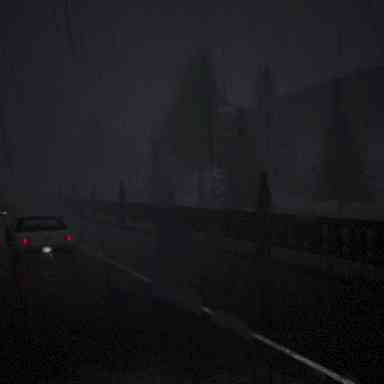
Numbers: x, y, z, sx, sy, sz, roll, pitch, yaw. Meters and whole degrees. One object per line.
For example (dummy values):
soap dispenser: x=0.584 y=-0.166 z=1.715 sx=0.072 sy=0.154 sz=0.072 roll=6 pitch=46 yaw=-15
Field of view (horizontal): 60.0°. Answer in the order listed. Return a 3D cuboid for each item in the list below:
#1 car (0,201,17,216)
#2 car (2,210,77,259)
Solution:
car: x=-15.418 y=1.420 z=27.151 sx=1.812 sy=1.442 sz=4.674 roll=0 pitch=0 yaw=-33
car: x=-5.849 y=1.557 z=12.557 sx=1.895 sy=1.301 sz=4.718 roll=0 pitch=0 yaw=-33
